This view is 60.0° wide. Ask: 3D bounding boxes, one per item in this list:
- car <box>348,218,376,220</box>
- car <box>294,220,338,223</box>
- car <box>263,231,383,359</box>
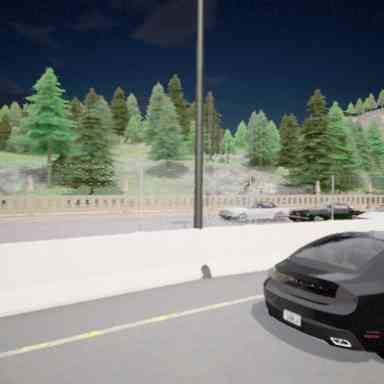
[{"bbox_3d":[10.654,1.338,17.362,4.674,1.442,1.812,0,1,-23],"label":"car"},{"bbox_3d":[8.151,1.347,20.127,4.718,1.301,1.895,0,1,-24],"label":"car"},{"bbox_3d":[3.441,1.438,5.694,4.892,1.490,1.837,0,1,-30],"label":"car"}]
